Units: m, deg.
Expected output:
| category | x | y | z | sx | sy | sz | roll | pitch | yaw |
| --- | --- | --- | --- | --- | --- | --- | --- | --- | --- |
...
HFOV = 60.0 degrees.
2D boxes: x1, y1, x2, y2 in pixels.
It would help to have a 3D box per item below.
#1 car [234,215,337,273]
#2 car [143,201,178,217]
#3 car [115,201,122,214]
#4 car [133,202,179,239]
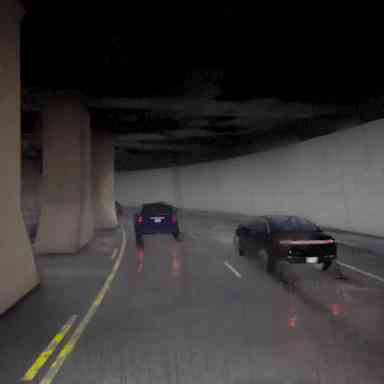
| category | x | y | z | sx | sy | sz | roll | pitch | yaw |
| --- | --- | --- | --- | --- | --- | --- | --- | --- | --- |
| car | 2.702 | 1.480 | 10.685 | 2.128 | 1.511 | 4.902 | 0 | 0 | -7 |
| car | -3.162 | 1.617 | 32.440 | 1.895 | 1.301 | 4.718 | 0 | 0 | -26 |
| car | -8.835 | 1.567 | 35.165 | 1.812 | 1.442 | 4.674 | 0 | 0 | -33 |
| car | -2.025 | 1.362 | 17.712 | 2.097 | 1.767 | 4.553 | 0 | 0 | -11 |
